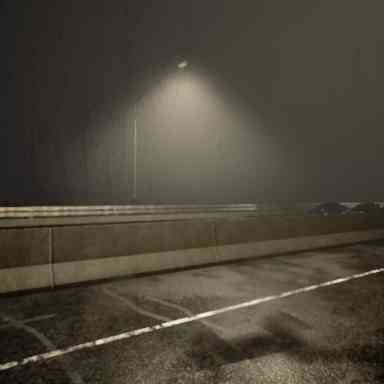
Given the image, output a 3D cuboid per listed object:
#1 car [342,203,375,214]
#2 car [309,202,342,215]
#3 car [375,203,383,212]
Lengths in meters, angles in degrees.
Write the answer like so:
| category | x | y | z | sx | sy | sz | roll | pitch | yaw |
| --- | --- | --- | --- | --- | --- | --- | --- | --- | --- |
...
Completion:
| category | x | y | z | sx | sy | sz | roll | pitch | yaw |
| --- | --- | --- | --- | --- | --- | --- | --- | --- | --- |
| car | 17.447 | 1.861 | 33.205 | 4.892 | 1.490 | 1.837 | 1 | 0 | -34 |
| car | 14.491 | 1.820 | 35.422 | 5.008 | 1.535 | 1.882 | 1 | 0 | -34 |
| car | 19.200 | 1.900 | 30.172 | 5.357 | 1.411 | 2.033 | 1 | 0 | -34 |
